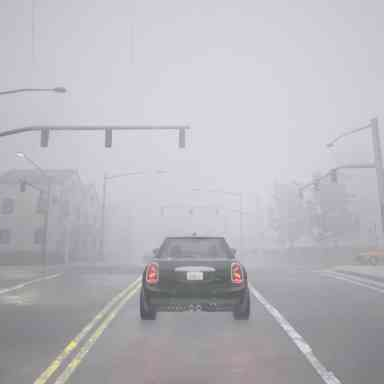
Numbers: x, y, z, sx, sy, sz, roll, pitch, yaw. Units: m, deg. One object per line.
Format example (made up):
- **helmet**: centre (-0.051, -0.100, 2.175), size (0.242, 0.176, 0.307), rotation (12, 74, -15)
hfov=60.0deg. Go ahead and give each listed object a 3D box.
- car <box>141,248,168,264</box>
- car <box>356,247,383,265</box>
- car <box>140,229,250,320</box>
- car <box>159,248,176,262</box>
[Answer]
- **car**: centre (-3.935, 6.947, 35.948), size (1.882, 1.535, 5.008), rotation (-1, -11, 6)
- **car**: centre (16.466, 5.361, 28.059), size (5.008, 1.535, 1.882), rotation (0, -11, 1)
- **car**: centre (0.062, 1.806, 8.225), size (2.097, 1.767, 4.553), rotation (0, -7, 0)
- **car**: centre (-3.650, 9.575, 50.447), size (2.150, 2.045, 5.566), rotation (0, -12, 0)
